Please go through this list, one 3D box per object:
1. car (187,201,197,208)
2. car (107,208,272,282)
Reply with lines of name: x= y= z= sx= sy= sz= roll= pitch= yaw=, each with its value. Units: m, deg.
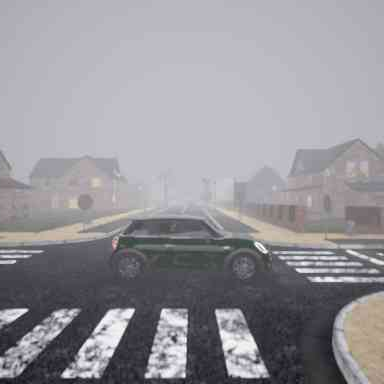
car: x=0.030 y=2.521 z=64.580 sx=2.033 sy=1.411 sz=5.357 roll=0 pitch=-1 yaw=0
car: x=-0.033 y=1.485 z=9.723 sx=4.553 sy=1.767 sz=2.097 roll=0 pitch=0 yaw=0
